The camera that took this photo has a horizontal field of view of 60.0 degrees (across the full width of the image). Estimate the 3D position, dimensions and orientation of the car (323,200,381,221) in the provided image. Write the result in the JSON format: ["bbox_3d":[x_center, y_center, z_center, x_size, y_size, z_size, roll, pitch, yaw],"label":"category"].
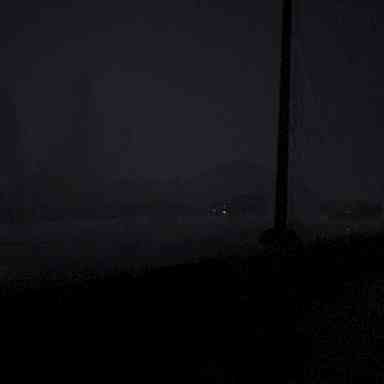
[{"bbox_3d":[12.742,1.346,25.934,5.008,1.535,1.882,0,0,-35],"label":"car"}]

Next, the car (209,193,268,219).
[{"bbox_3d":[4.037,1.119,28.355,5.566,2.045,2.150,0,0,-35],"label":"car"}]

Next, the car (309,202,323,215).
[{"bbox_3d":[12.512,1.424,30.051,4.181,1.385,1.994,0,0,-35],"label":"car"}]
